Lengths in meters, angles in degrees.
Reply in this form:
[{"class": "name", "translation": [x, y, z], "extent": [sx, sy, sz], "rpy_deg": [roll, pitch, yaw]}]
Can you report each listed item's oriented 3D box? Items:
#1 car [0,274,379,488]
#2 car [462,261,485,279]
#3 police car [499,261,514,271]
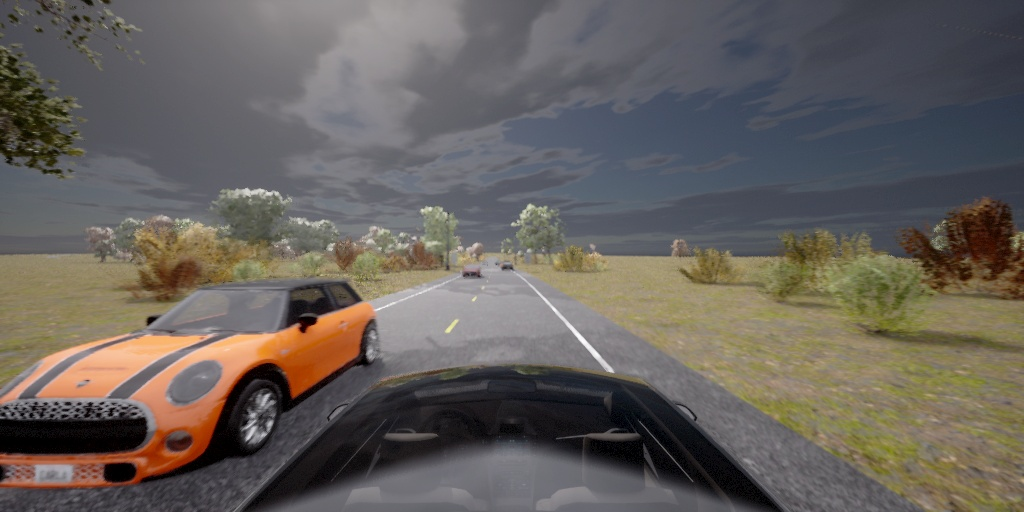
[{"class": "car", "translation": [-3.617, 1.138, 5.068], "extent": [2.097, 1.767, 4.553], "rpy_deg": [0, -1, 0]}, {"class": "car", "translation": [-4.277, 1.574, 38.691], "extent": [1.882, 1.535, 5.008], "rpy_deg": [0, 0, -2]}, {"class": "police car", "translation": [-0.732, 1.708, 62.332], "extent": [1.930, 1.638, 5.238], "rpy_deg": [0, 0, -3]}]
